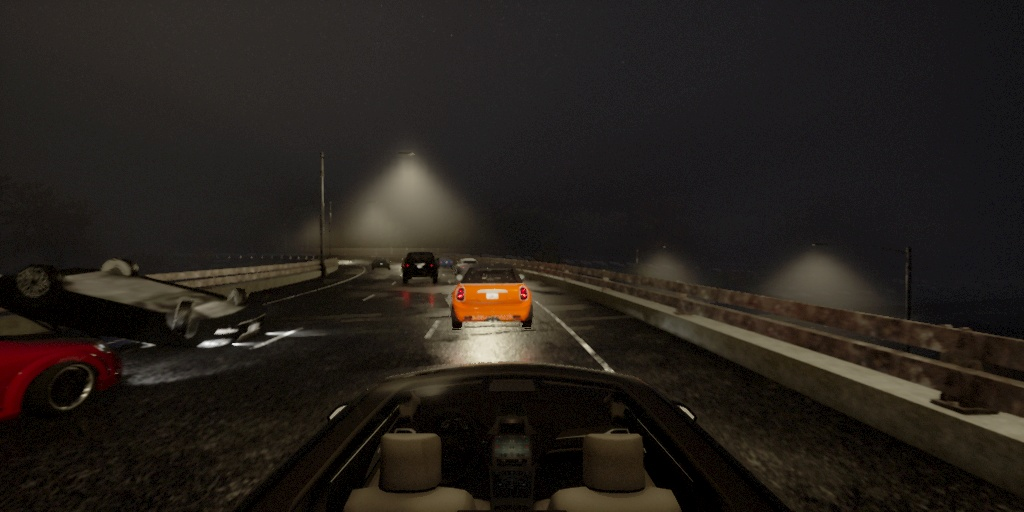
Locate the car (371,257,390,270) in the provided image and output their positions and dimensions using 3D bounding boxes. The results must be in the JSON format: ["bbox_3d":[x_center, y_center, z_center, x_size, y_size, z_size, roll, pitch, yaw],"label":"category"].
[{"bbox_3d":[-15.420,0.825,42.084,1.994,1.385,4.181,0,1,-22],"label":"car"}]

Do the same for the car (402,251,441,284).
[{"bbox_3d":[-6.104,0.692,24.276,2.150,2.045,5.566,0,1,-11],"label":"car"}]

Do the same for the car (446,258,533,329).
[{"bbox_3d":[-0.650,0.981,10.980,2.097,1.767,4.553,0,1,-4],"label":"car"}]

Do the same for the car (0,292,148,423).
[{"bbox_3d":[-6.635,1.312,3.304,1.994,1.385,4.181,0,1,7],"label":"car"}]

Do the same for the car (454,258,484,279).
[{"bbox_3d":[-3.525,0.930,28.615,1.812,1.442,4.674,0,1,-14],"label":"car"}]

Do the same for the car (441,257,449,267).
[{"bbox_3d":[-8.489,0.767,43.717,2.033,1.411,5.357,0,1,-22],"label":"car"}]

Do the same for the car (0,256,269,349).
[{"bbox_3d":[-8.449,1.277,8.224,4.902,1.511,2.128,15,4,-4],"label":"car"}]
